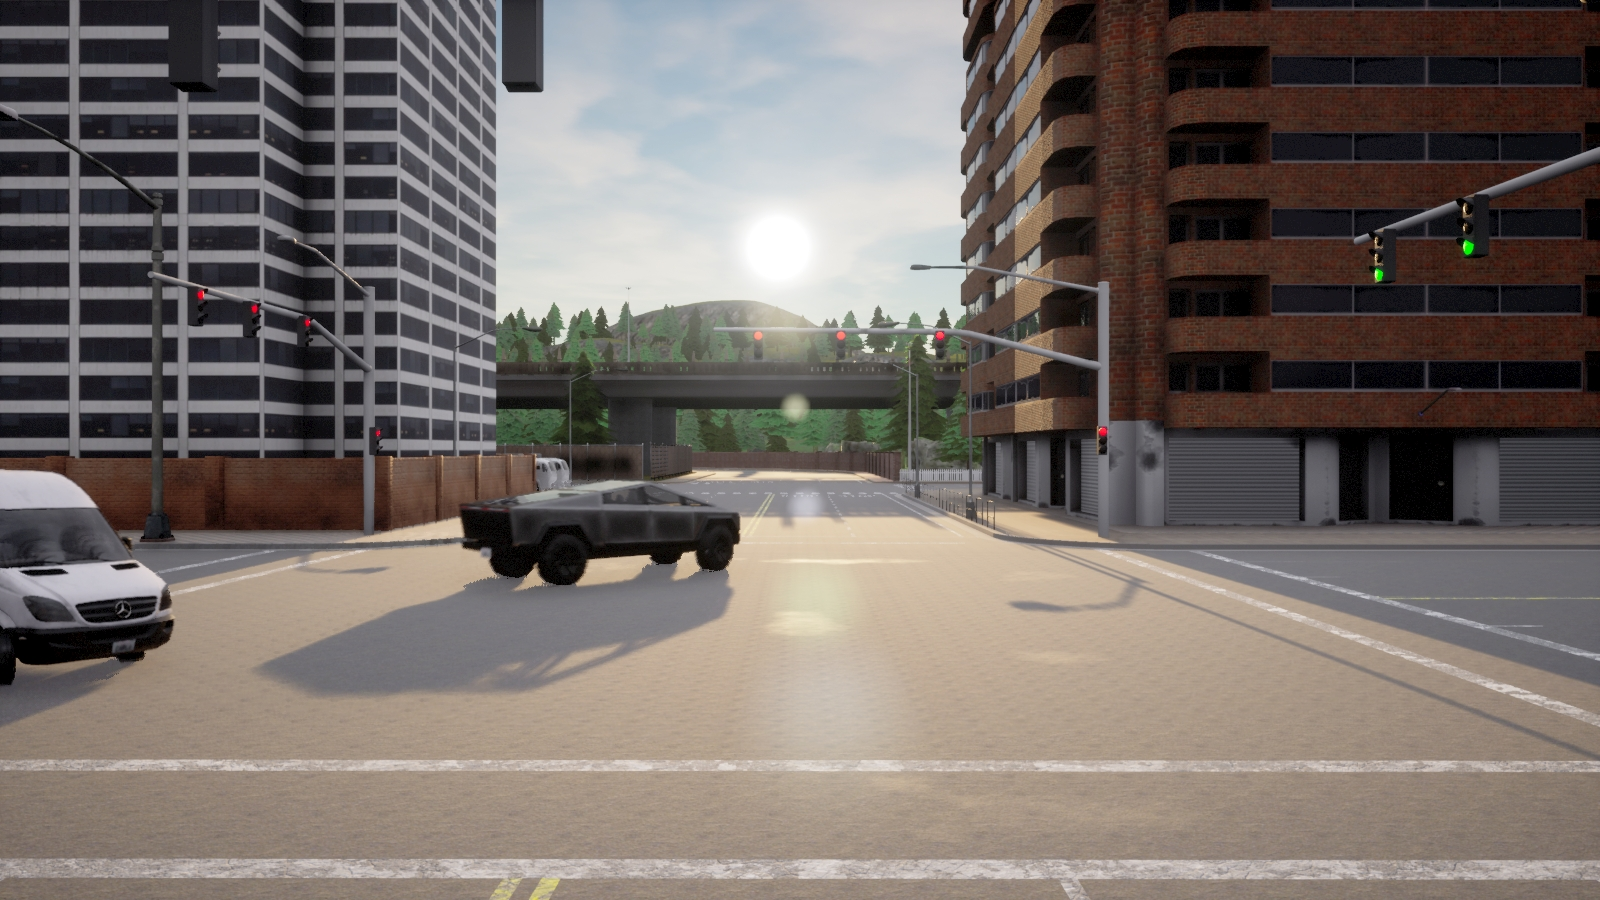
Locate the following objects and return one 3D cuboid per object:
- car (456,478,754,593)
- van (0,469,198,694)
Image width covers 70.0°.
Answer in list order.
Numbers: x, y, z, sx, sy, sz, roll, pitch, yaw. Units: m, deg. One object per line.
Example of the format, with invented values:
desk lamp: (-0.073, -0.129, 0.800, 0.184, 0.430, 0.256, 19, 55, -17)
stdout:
car: (-4.177, 1.752, 25.413, 6.274, 2.098, 2.390, 0, 0, -44)
van: (-11.008, 1.533, 15.149, 5.915, 2.561, 1.988, 0, -1, 23)
